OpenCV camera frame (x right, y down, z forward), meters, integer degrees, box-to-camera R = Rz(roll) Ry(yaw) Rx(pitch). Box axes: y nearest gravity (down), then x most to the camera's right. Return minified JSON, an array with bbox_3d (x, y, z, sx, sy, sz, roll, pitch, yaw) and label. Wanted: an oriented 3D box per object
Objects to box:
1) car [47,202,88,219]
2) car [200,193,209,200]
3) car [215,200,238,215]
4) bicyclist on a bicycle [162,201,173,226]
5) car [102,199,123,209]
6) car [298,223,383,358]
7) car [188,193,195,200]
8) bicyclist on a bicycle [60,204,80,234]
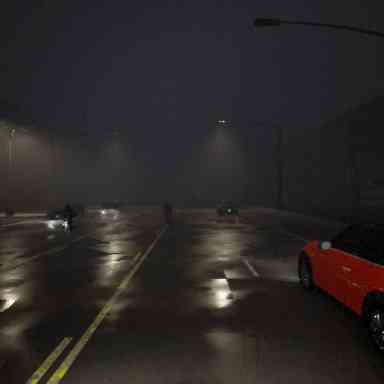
[{"bbox_3d":[-10.665,1.547,28.943,2.033,1.411,5.357,0,0,0],"label":"car"},{"bbox_3d":[3.303,1.222,85.804,1.837,1.490,4.892,0,1,0],"label":"car"},{"bbox_3d":[3.525,1.525,33.679,1.812,1.442,4.674,0,0,0],"label":"car"},{"bbox_3d":[-1.642,1.455,22.242,0.582,1.620,1.656,0,-2,-31],"label":"bicyclist on a bicycle"},{"bbox_3d":[-10.708,1.600,44.962,1.895,1.301,4.718,0,0,0],"label":"car"},{"bbox_3d":[3.579,1.351,6.111,2.097,1.767,4.553,0,0,0],"label":"car"},{"bbox_3d":[-0.198,1.248,86.320,2.033,1.411,5.357,0,1,0],"label":"car"},{"bbox_3d":[-6.641,1.455,18.020,1.656,1.620,0.582,-3,-1,33],"label":"bicyclist on a bicycle"}]
